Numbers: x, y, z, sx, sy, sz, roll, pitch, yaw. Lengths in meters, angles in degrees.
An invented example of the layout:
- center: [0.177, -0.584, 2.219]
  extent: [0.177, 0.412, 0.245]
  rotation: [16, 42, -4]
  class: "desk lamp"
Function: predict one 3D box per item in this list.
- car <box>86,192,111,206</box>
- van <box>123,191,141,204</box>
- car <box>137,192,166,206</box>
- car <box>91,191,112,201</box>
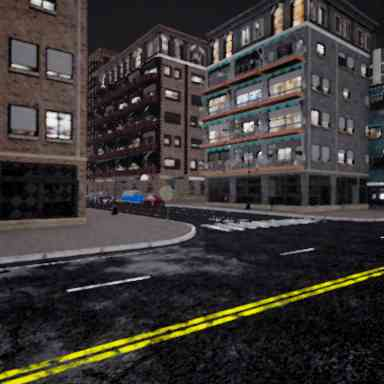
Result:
- center: [-11.903, 0.875, 41.859]
  extent: [2.128, 1.511, 4.902]
  rotation: [0, 1, -37]
  class: "car"
- center: [-8.332, 0.736, 46.792]
  extent: [1.690, 1.788, 3.998]
  rotation: [2, 0, -37]
  class: "van"
- center: [-4.886, 1.062, 42.350]
  extent: [1.802, 1.307, 4.206]
  rotation: [2, 0, -37]
  class: "car"
- center: [-15.187, 0.665, 55.714]
  extent: [1.967, 1.590, 4.097]
  rotation: [2, 0, -37]
  class: "car"
